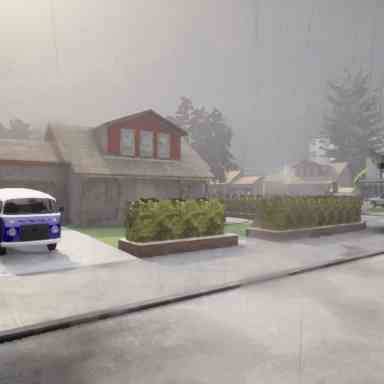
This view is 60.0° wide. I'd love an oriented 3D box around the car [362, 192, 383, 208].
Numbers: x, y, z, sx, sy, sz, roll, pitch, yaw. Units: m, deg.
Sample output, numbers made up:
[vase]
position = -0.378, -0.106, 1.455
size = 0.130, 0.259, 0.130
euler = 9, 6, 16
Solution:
[car]
position = 22.966, 0.985, 40.708
size = 3.866, 1.878, 1.905
euler = 0, 0, -1
